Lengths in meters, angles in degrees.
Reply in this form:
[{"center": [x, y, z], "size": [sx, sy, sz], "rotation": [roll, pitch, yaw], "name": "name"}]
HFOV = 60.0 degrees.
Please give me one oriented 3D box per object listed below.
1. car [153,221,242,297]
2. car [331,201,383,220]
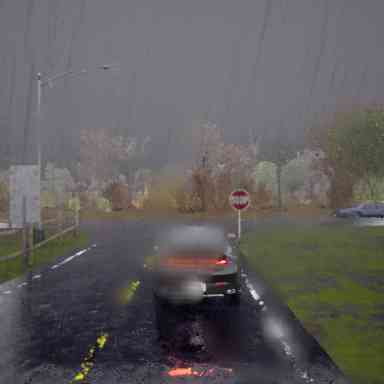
[{"center": [0.109, 1.503, 8.526], "size": [1.837, 1.490, 4.892], "rotation": [0, 0, 0], "name": "car"}, {"center": [13.766, 1.411, 25.818], "size": [5.357, 1.411, 2.033], "rotation": [0, 0, 1], "name": "car"}]
